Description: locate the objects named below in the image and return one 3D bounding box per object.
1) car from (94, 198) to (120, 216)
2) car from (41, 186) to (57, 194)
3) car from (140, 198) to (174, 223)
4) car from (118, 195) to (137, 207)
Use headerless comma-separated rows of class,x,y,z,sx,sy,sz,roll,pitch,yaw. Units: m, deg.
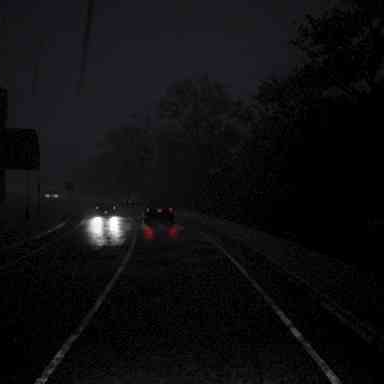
car,-7.969,1.384,30.311,1.895,1.301,4.718,1,1,-18
car,-28.298,-0.490,65.729,1.882,1.535,5.008,2,2,-41
car,-2.634,1.263,24.474,2.097,1.767,4.553,1,0,-12
car,-8.414,1.142,41.854,2.033,1.411,5.357,1,1,-24
